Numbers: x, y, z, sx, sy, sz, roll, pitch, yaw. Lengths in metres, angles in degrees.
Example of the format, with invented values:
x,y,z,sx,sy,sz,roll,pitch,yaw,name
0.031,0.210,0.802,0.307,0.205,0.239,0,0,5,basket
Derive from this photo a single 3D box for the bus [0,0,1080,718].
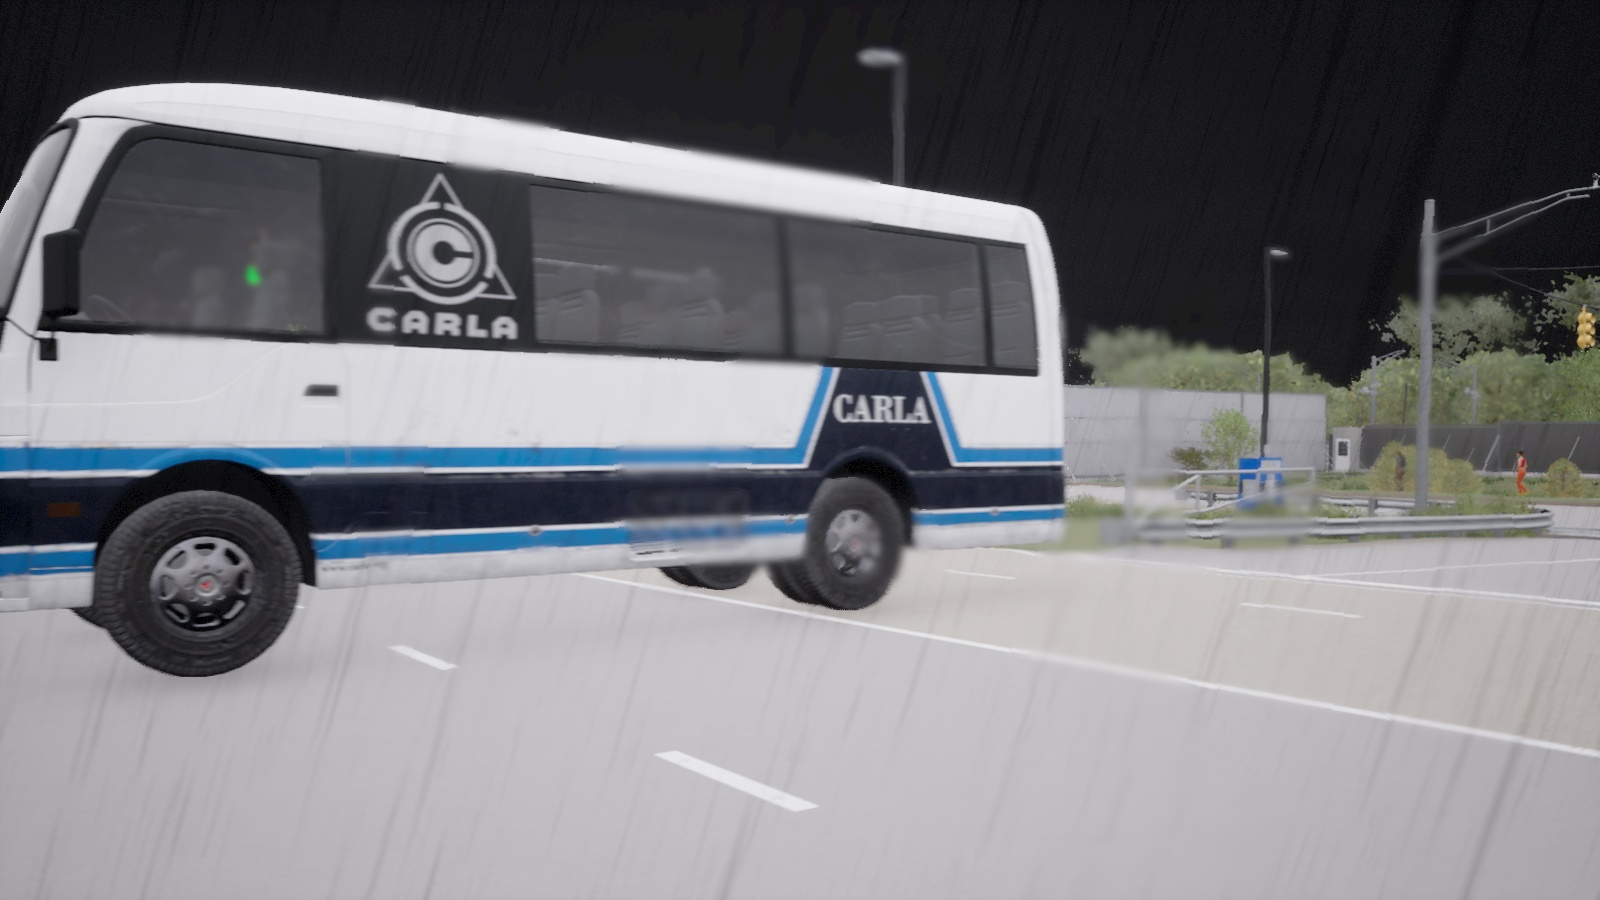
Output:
x,y,z,sx,sy,sz,roll,pitch,yaw,name
-2.479,-0.574,11.315,10.273,4.253,3.944,0,0,-36,bus

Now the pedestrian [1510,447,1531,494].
x,y,z,sx,sy,sz,roll,pitch,yaw,name
28.583,0.794,49.818,0.345,1.836,0.594,-1,2,-37,pedestrian

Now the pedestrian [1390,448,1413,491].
x,y,z,sx,sy,sz,roll,pitch,yaw,name
26.056,0.835,54.377,0.540,1.848,0.694,0,2,-34,pedestrian
